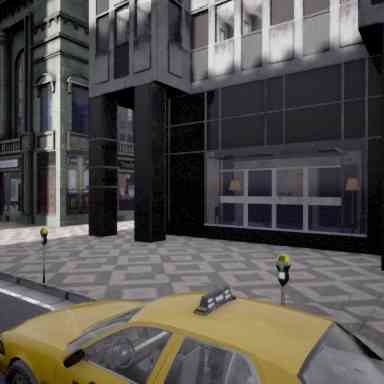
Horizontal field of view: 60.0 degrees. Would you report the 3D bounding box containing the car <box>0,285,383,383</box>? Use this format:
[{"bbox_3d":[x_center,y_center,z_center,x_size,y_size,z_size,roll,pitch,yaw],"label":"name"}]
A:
[{"bbox_3d":[-0.010,1.525,2.972,4.829,1.417,1.752,0,0,36],"label":"car"}]
